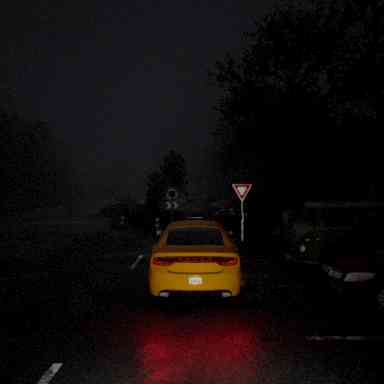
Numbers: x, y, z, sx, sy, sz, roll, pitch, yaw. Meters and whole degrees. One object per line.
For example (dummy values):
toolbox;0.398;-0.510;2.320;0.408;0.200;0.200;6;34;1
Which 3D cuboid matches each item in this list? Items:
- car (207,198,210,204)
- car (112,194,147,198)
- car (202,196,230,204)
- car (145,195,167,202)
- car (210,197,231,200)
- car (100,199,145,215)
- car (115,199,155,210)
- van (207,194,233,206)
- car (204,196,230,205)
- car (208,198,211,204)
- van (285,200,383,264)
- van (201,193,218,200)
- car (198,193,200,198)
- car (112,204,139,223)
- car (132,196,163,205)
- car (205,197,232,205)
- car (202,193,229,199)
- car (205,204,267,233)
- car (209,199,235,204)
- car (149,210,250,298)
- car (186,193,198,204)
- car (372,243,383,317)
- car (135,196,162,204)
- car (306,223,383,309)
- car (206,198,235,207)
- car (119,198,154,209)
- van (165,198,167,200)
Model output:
car;4.758;1.846;44.658;4.674;1.452;2.002;0;1;0
car;-8.291;1.554;44.661;5.566;2.045;2.435;0;1;0
car;4.574;1.769;47.428;5.366;1.575;1.946;0;1;0
car;-8.365;1.562;77.966;4.792;1.488;2.163;0;0;0
car;4.795;1.746;39.241;4.553;1.767;2.185;0;1;0
car;-8.346;1.902;39.112;4.792;1.488;2.163;0;1;0
car;-8.135;1.769;47.440;5.366;1.575;1.946;0;1;0
van;4.871;1.413;58.628;4.442;1.987;1.878;0;1;0
car;4.780;1.619;64.040;4.792;1.488;2.163;0;0;0
car;4.733;1.869;41.888;4.792;1.488;2.163;0;1;0
van;4.916;1.226;9.373;4.442;1.987;1.878;-1;0;0
van;4.854;1.259;91.864;4.442;1.987;1.878;0;0;0
car;4.715;1.272;80.657;5.566;2.045;2.435;0;0;0
car;-4.054;1.929;28.152;4.718;1.301;1.895;1;-4;-9
car;-8.142;1.608;61.317;5.366;1.575;1.946;0;1;0
car;4.781;1.640;61.401;4.792;1.488;2.163;0;1;0
car;4.785;1.454;52.964;5.566;2.045;2.435;0;1;0
car;2.072;1.613;18.909;4.902;1.511;2.128;1;-2;-30
car;4.760;1.905;36.471;5.008;1.535;2.097;0;1;0
car;0.069;1.452;8.538;1.882;1.535;5.008;0;0;0
car;-0.191;1.570;67.321;1.882;1.535;5.008;0;0;0
car;5.043;1.516;3.916;4.674;1.452;2.002;0;0;0
car;-8.335;1.590;64.085;4.892;1.521;2.231;0;1;0
car;5.044;1.503;6.701;4.674;1.452;2.002;0;0;0
car;4.727;1.701;55.736;4.792;1.488;2.163;0;1;0
car;-8.315;1.739;50.216;4.892;1.521;2.231;0;1;0
van;-8.216;1.326;72.413;4.442;1.987;1.878;0;0;0
